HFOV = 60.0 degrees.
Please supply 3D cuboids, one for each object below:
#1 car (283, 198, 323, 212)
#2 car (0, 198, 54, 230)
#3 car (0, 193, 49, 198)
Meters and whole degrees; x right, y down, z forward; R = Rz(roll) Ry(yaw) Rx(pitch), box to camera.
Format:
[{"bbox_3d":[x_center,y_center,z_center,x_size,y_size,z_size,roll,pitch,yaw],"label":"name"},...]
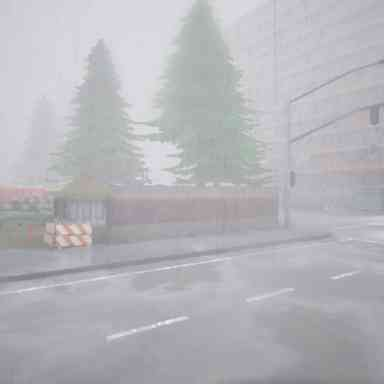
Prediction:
[{"bbox_3d":[12.921,1.492,39.055,2.128,1.511,4.902,0,0,-35],"label":"car"},{"bbox_3d":[-9.994,1.337,19.687,3.988,1.617,1.851,0,0,-35],"label":"car"},{"bbox_3d":[-12.026,1.169,23.733,4.605,1.855,1.932,0,0,-35],"label":"car"}]
